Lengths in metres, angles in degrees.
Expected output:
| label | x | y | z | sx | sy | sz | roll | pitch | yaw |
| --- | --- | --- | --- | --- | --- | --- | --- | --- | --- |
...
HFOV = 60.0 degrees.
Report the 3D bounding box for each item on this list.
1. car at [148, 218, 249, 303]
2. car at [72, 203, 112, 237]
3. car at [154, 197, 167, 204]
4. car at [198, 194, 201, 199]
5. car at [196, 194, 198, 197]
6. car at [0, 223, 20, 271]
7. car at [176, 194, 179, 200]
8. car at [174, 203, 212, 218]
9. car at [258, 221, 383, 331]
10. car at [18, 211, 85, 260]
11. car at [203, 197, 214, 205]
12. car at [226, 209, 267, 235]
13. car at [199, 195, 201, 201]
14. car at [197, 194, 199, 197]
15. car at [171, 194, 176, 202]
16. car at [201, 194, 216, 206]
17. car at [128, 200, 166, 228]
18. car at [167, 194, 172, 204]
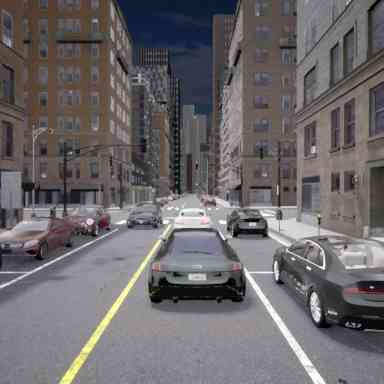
| label | x | y | z | sx | sy | sz | roll | pitch | yaw |
| --- | --- | --- | --- | --- | --- | --- | --- | --- | --- |
| car | 0.090 | 1.564 | 8.241 | 1.994 | 1.385 | 4.181 | 0 | 0 | 0 |
| car | -5.654 | 1.440 | 17.786 | 1.967 | 1.590 | 4.097 | 0 | 0 | 0 |
| car | -5.584 | 1.616 | 54.889 | 1.802 | 1.307 | 4.206 | 0 | 0 | 0 |
| car | 3.000 | 1.522 | 76.504 | 1.967 | 1.590 | 4.097 | 0 | 0 | 0 |
| car | 3.044 | 1.455 | 92.731 | 2.192 | 1.841 | 5.009 | 0 | 0 | 0 |
| car | -5.664 | 1.565 | 6.783 | 1.947 | 1.339 | 4.313 | 0 | 0 | 0 |
| car | -5.481 | 1.454 | 92.749 | 2.192 | 1.841 | 5.009 | 0 | 0 | 0 |
| car | 0.050 | 1.526 | 17.000 | 1.812 | 1.442 | 4.674 | 0 | 0 | 1 |
| car | 2.862 | 1.550 | 6.775 | 2.008 | 1.369 | 4.403 | 0 | 0 | 0 |
| car | -5.659 | 1.582 | 12.285 | 1.802 | 1.307 | 4.206 | 0 | 0 | 0 |
| car | 2.956 | 1.569 | 60.447 | 1.752 | 1.417 | 4.829 | 0 | 0 | 0 |
| car | 2.872 | 1.566 | 17.778 | 1.947 | 1.339 | 4.313 | 0 | 0 | 0 |
| car | 2.971 | 1.605 | 65.686 | 2.008 | 1.369 | 4.403 | 0 | 0 | 0 |
| car | 3.030 | 1.558 | 87.322 | 1.967 | 1.590 | 4.097 | 0 | 0 | 0 |
| car | -5.510 | 1.624 | 81.761 | 1.752 | 1.417 | 4.829 | 0 | 0 | 0 |
| car | 2.941 | 1.475 | 54.868 | 1.967 | 1.590 | 4.097 | 0 | 0 | 0 |
| car | -2.979 | 1.515 | 21.948 | 1.837 | 1.490 | 4.892 | 0 | 0 | 0 |
| car | -5.553 | 1.605 | 65.706 | 2.008 | 1.369 | 4.403 | 0 | 0 | 0 |
